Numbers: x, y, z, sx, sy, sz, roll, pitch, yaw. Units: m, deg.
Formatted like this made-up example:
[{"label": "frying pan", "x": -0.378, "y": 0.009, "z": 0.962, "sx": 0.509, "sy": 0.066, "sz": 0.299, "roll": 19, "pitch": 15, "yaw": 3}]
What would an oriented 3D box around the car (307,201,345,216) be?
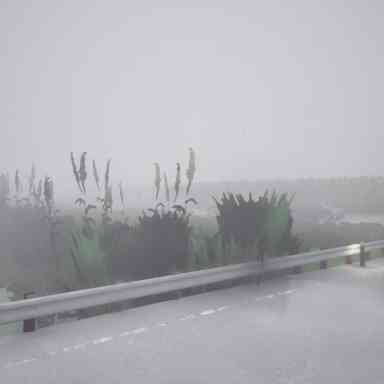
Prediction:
[{"label": "car", "x": 10.812, "y": 1.569, "z": 28.981, "sx": 2.097, "sy": 1.767, "sz": 4.553, "roll": -1, "pitch": 1, "yaw": -43}]
